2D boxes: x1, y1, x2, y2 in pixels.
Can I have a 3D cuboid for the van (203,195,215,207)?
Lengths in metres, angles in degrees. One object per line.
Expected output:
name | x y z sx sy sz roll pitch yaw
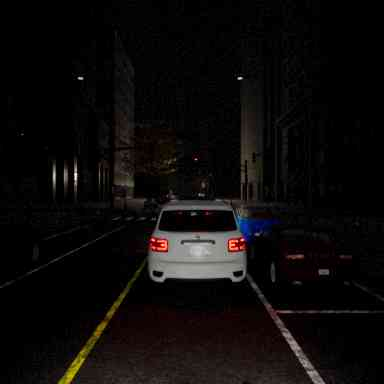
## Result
van | 2.728 1.377 52.731 1.690 1.788 3.998 0 0 0

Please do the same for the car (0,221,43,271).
car | -5.784 1.547 9.234 1.887 1.381 4.507 0 0 0

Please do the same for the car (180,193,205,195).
car | 0.086 1.229 19.556 2.150 2.045 5.566 0 0 0

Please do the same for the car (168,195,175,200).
car | -5.828 1.624 94.760 1.752 1.417 4.829 0 0 0

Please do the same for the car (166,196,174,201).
car | -5.824 1.655 89.640 1.947 1.339 4.313 0 0 0

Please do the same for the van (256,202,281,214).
van | 2.769 1.346 14.747 1.690 1.788 3.998 0 0 0

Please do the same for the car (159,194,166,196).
car | -5.802 1.586 57.907 1.887 1.381 4.507 0 0 0

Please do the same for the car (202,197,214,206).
car | 2.723 1.608 58.144 1.947 1.339 4.313 0 0 0

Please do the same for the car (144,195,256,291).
car | 0.103 1.224 9.194 2.150 2.045 5.566 0 0 0

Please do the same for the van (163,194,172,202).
van | -5.816 1.413 79.063 1.690 1.788 3.998 0 0 0

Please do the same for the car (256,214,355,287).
car | 2.771 1.547 9.221 1.887 1.381 4.507 0 0 0

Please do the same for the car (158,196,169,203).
car | -5.809 1.606 68.485 2.008 1.369 4.403 0 0 0

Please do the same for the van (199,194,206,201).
van | 2.704 1.423 85.211 1.690 1.788 3.998 0 0 0
